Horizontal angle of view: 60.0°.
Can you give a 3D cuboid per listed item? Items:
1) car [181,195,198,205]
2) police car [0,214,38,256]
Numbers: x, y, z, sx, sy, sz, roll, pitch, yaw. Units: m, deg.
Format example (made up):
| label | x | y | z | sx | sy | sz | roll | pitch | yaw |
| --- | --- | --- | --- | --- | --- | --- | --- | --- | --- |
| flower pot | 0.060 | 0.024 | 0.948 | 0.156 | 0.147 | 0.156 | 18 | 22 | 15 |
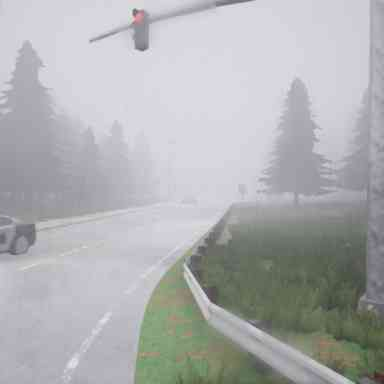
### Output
| label | x | y | z | sx | sy | sz | roll | pitch | yaw |
| --- | --- | --- | --- | --- | --- | --- | --- | --- | --- |
| car | -0.297 | 1.176 | 48.755 | 2.033 | 1.411 | 5.357 | 0 | 0 | 8 |
| police car | -7.030 | 1.306 | 9.863 | 1.930 | 1.638 | 5.238 | 1 | 1 | 18 |
